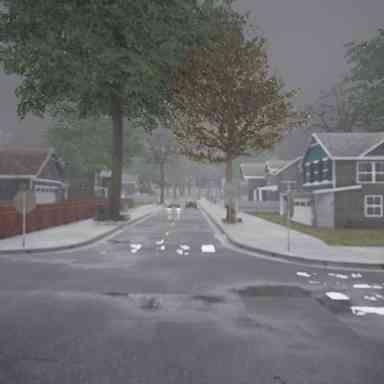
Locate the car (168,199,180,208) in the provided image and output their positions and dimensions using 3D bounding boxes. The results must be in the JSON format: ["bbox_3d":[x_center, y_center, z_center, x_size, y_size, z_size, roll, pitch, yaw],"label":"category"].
[{"bbox_3d":[-2.923,1.945,55.767,1.837,1.490,4.892,0,0,0],"label":"car"}]

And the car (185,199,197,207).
[{"bbox_3d":[-0.192,2.032,61.607,2.033,1.411,5.357,0,0,0],"label":"car"}]

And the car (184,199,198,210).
[{"bbox_3d":[-0.159,1.909,51.185,1.837,1.490,4.892,0,0,0],"label":"car"}]
